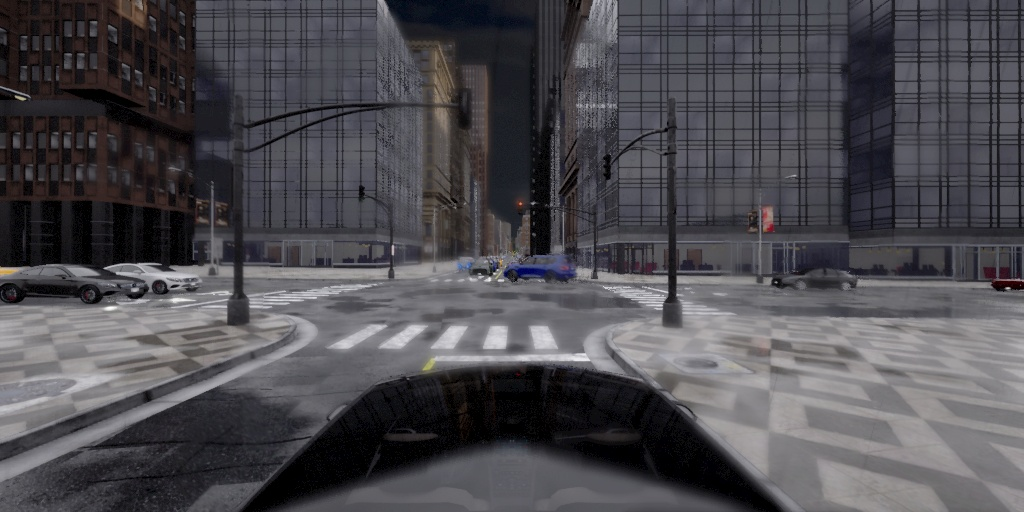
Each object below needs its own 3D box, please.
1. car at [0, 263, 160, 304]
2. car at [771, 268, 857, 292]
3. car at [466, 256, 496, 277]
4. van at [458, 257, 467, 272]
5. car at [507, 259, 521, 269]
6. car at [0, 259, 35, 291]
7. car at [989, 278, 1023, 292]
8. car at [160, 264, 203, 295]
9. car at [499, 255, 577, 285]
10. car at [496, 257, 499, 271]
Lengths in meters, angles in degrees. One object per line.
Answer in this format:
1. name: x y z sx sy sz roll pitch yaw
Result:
1. car: -17.234 1.047 14.121 4.674 1.442 1.812 1 0 -1
2. car: 20.050 1.561 23.904 4.892 1.490 1.837 1 0 0
3. car: -2.966 1.081 35.508 2.097 1.767 4.553 0 0 0
4. van: -5.691 1.058 44.719 1.690 1.789 3.998 0 0 0
5. car: 0.324 1.249 55.064 2.033 1.411 5.357 0 0 0
6. car: -26.907 0.887 17.418 5.008 1.535 1.882 1 0 1
7. car: 35.170 1.858 23.820 4.718 1.301 1.895 1 0 0
8. car: -17.762 1.052 17.377 4.674 1.442 1.812 1 0 0
9. car: 2.076 0.960 26.648 5.566 2.045 2.150 0 1 35
10. car: -2.932 1.195 44.629 1.882 1.535 5.008 0 0 1
